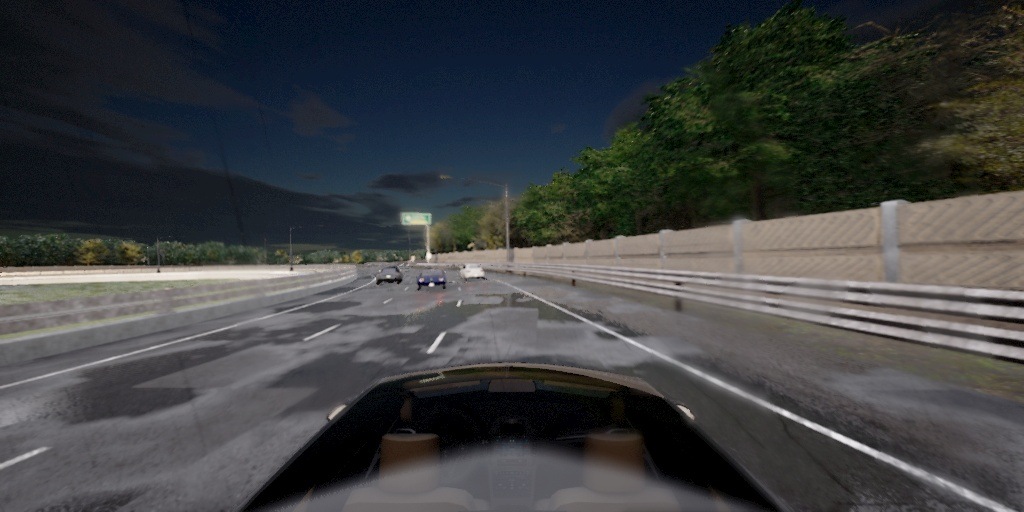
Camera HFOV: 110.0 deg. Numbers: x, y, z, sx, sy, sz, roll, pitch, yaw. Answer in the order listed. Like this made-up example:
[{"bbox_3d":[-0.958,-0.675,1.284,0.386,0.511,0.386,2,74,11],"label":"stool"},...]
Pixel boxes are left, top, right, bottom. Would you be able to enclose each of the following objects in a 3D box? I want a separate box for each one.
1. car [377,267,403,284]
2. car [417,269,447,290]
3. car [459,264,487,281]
[{"bbox_3d":[-10.537,1.649,31.031,1.994,1.385,4.181,-1,0,-15],"label":"car"},{"bbox_3d":[-5.469,1.538,24.757,1.895,1.301,4.718,-2,0,-11],"label":"car"},{"bbox_3d":[-3.639,1.425,32.374,1.812,1.442,4.674,-1,0,-15],"label":"car"}]
